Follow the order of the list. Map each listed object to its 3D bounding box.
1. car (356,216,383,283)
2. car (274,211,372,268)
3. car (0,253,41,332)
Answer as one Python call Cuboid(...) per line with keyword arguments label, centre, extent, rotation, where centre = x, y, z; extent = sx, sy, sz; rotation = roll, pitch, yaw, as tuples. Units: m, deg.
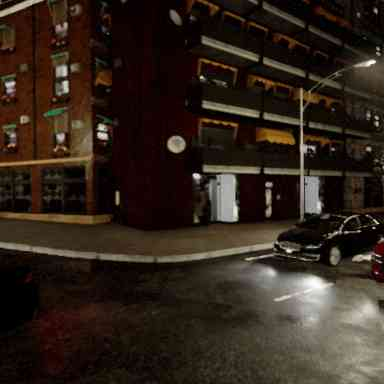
Cuboid(label="car", centre=(6.433, 1.429, 8.420), extent=(5.008, 1.535, 1.882), rotation=(0, 0, -36))
Cuboid(label="car", centre=(4.829, 1.454, 11.281), extent=(4.892, 1.490, 1.837), rotation=(-1, 1, -36))
Cuboid(label="car", centre=(-4.732, 1.487, 4.329), extent=(5.008, 1.535, 1.882), rotation=(-1, 0, -35))
